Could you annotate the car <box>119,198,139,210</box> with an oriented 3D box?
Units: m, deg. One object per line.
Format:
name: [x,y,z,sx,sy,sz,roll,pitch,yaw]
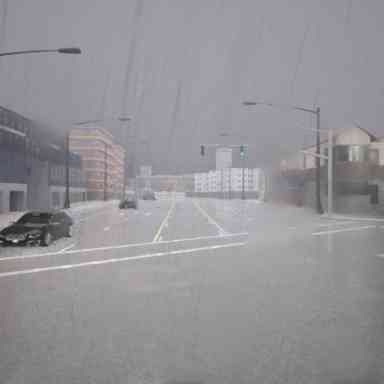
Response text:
car: [-7.720,1.475,40.930,1.994,1.385,4.181,0,1,-2]

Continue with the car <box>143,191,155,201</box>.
car: [-8.559,0.766,66.618,2.150,2.045,5.566,0,0,-2]

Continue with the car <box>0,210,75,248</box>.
car: [-6.880,1.616,15.223,1.837,1.490,4.892,0,0,-2]
